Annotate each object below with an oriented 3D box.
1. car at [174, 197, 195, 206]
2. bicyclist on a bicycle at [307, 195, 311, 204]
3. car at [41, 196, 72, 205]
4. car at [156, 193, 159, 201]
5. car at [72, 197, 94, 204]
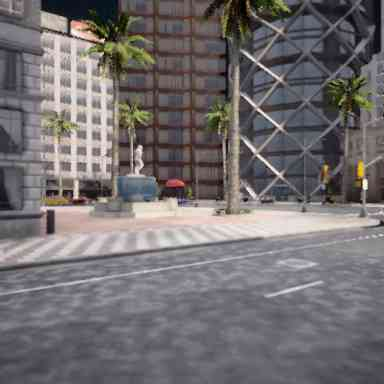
[{"bbox_3d":[-1.859,1.540,54.171,4.674,1.442,1.812,0,0,16],"label":"car"},{"bbox_3d":[20.429,1.324,58.054,0.582,1.620,1.656,0,0,42],"label":"bicyclist on a bicycle"},{"bbox_3d":[-24.055,1.485,57.835,5.008,1.535,1.882,0,0,-15],"label":"car"},{"bbox_3d":[-8.988,1.238,62.735,5.566,2.045,2.150,0,0,6],"label":"car"},{"bbox_3d":[-20.884,1.611,62.208,4.718,1.301,1.895,0,0,-10],"label":"car"}]
